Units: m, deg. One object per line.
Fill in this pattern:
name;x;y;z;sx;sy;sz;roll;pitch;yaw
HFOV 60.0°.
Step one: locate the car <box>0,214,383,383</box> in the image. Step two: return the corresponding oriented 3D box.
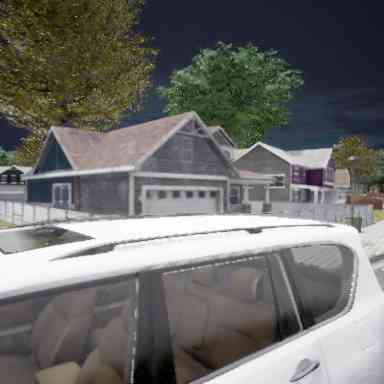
car;-0.799;1.229;2.077;5.566;2.045;2.150;1;0;-37
